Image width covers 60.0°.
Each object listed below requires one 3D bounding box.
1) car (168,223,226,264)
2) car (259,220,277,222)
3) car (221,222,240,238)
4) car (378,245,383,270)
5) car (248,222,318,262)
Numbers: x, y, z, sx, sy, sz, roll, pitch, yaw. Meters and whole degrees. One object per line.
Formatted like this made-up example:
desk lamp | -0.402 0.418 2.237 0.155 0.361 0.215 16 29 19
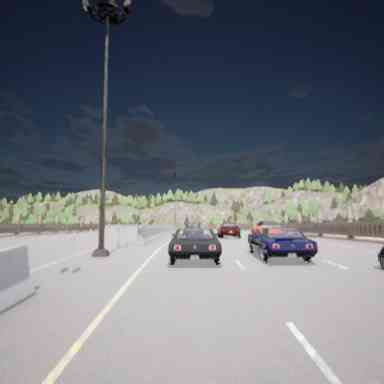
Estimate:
car | 0.103 2.098 13.662 1.895 1.301 4.718 0 -4 0
car | 7.109 3.506 31.781 2.097 1.767 4.553 0 -6 0
car | 3.608 3.771 33.184 1.882 1.535 5.008 0 -6 0
car | 7.103 1.772 9.121 1.812 1.442 4.674 0 -3 0
car | 3.604 2.132 14.177 1.895 1.301 4.718 0 -4 0
